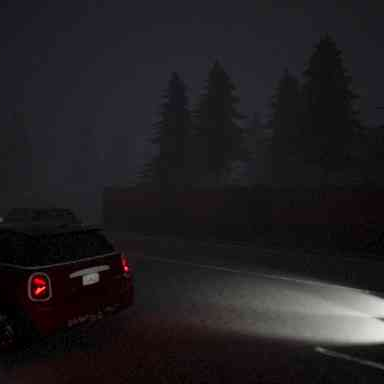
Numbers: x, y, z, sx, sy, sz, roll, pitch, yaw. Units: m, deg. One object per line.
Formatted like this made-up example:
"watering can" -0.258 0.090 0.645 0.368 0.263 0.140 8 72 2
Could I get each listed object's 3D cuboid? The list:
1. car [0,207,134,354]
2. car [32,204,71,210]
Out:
"car" -3.278 1.340 6.329 4.553 1.767 2.097 0 0 35
"car" -6.129 1.325 12.789 4.553 1.767 2.097 0 0 38
